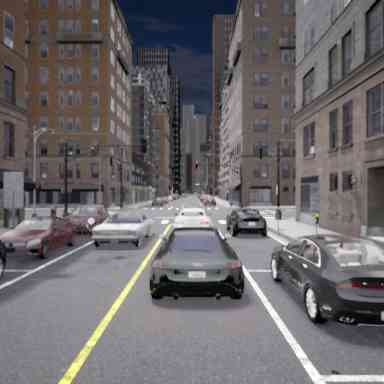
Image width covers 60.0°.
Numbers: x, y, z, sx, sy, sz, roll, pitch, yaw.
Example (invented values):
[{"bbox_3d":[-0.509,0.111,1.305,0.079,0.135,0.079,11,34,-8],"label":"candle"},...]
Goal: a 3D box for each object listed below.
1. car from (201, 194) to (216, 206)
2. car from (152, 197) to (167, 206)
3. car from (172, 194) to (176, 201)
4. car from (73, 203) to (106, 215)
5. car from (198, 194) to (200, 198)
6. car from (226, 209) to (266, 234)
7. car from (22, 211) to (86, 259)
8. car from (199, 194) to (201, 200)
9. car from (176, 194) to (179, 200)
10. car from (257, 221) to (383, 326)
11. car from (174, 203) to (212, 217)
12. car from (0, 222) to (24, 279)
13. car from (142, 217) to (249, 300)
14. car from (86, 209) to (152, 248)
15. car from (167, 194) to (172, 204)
[{"bbox_3d":[2.924,1.459,55.062,1.967,1.590,4.097,0,0,0],"label":"car"},{"bbox_3d":[-5.601,1.600,55.080,1.802,1.307,4.206,0,0,0],"label":"car"},{"bbox_3d":[-5.536,1.600,81.952,1.752,1.417,4.829,0,0,0],"label":"car"},{"bbox_3d":[-5.659,1.435,17.977,1.967,1.590,4.097,0,0,0],"label":"car"},{"bbox_3d":[2.976,1.500,76.697,1.967,1.590,4.097,0,0,0],"label":"car"},{"bbox_3d":[2.867,1.561,17.971,1.947,1.339,4.313,0,0,0],"label":"car"},{"bbox_3d":[-5.662,1.578,12.476,1.802,1.307,4.206,0,0,0],"label":"car"},{"bbox_3d":[2.951,1.586,65.879,2.008,1.369,4.403,0,0,0],"label":"car"},{"bbox_3d":[-5.510,1.428,92.940,2.192,1.841,5.009,0,0,0],"label":"car"},{"bbox_3d":[2.860,1.548,6.969,2.008,1.369,4.403,0,0,0],"label":"car"},{"bbox_3d":[0.046,1.521,17.193,1.812,1.442,4.674,0,0,1],"label":"car"},{"bbox_3d":[-5.665,1.563,6.974,1.947,1.339,4.313,0,0,0],"label":"car"},{"bbox_3d":[0.088,1.561,8.426,1.994,1.385,4.181,0,0,0],"label":"car"},{"bbox_3d":[-2.991,1.596,14.999,1.895,1.301,4.718,0,0,0],"label":"car"},{"bbox_3d":[-5.574,1.586,65.897,2.008,1.369,4.403,0,0,0],"label":"car"}]
